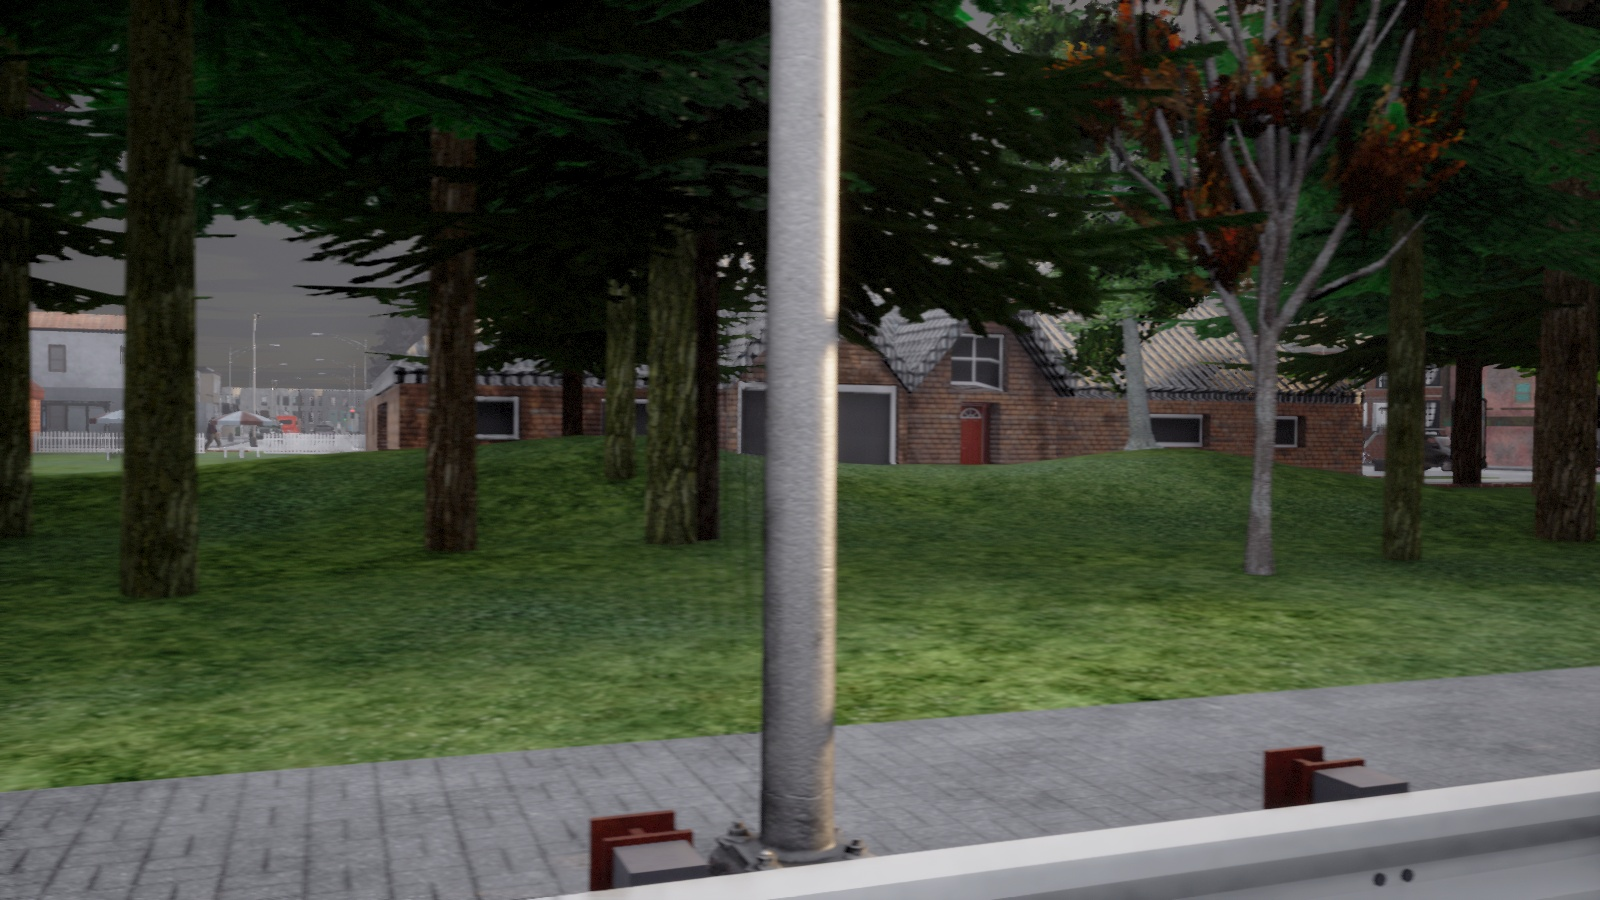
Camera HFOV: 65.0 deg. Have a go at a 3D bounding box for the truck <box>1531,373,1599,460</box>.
[{"bbox_3d":[33.554,-1.355,49.692,2.891,3.462,7.936,-1,1,-20],"label":"truck"}]

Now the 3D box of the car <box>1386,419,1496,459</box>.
[{"bbox_3d":[27.610,-0.485,54.220,1.851,1.617,3.988,-1,1,-20],"label":"car"}]

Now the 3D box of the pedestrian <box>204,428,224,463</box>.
[{"bbox_3d":[-31.199,-0.248,66.847,0.899,1.844,0.634,-1,1,-21],"label":"pedestrian"}]
